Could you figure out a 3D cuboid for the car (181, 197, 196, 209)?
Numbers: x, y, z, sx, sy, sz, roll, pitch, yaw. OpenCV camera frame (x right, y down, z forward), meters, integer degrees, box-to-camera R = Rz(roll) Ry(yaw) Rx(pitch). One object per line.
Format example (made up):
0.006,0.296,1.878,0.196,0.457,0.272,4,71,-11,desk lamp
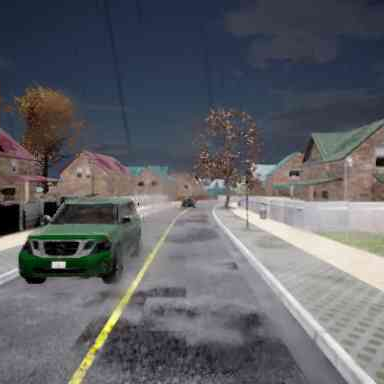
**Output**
-0.458,1.552,46.706,1.837,1.490,4.892,0,0,5,car

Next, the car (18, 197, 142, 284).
-2.849,1.204,9.877,2.150,2.045,5.566,0,0,0,car
